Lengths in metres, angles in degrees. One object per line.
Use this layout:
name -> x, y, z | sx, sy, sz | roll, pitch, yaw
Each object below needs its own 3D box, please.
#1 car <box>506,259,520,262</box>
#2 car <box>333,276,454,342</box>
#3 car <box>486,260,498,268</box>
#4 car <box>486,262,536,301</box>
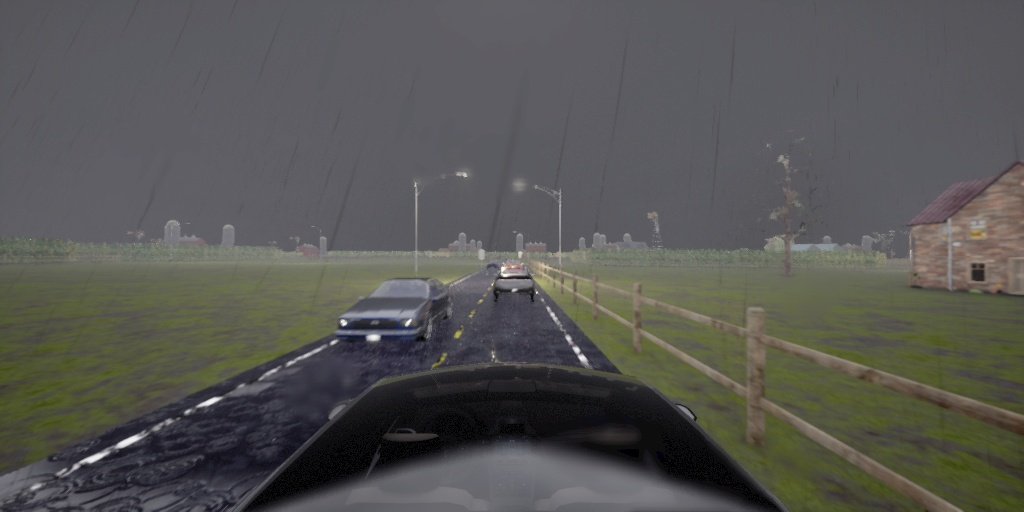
car -> 0.099, 1.080, 36.017 | 2.097, 1.767, 4.553 | 0, 0, 0
car -> -2.852, 1.295, 10.045 | 2.033, 1.411, 5.357 | 0, 0, 0
car -> -2.801, 1.304, 53.479 | 1.895, 1.301, 4.718 | 0, 0, 0
car -> 0.101, 1.235, 17.407 | 2.128, 1.511, 4.902 | 0, 0, 0
